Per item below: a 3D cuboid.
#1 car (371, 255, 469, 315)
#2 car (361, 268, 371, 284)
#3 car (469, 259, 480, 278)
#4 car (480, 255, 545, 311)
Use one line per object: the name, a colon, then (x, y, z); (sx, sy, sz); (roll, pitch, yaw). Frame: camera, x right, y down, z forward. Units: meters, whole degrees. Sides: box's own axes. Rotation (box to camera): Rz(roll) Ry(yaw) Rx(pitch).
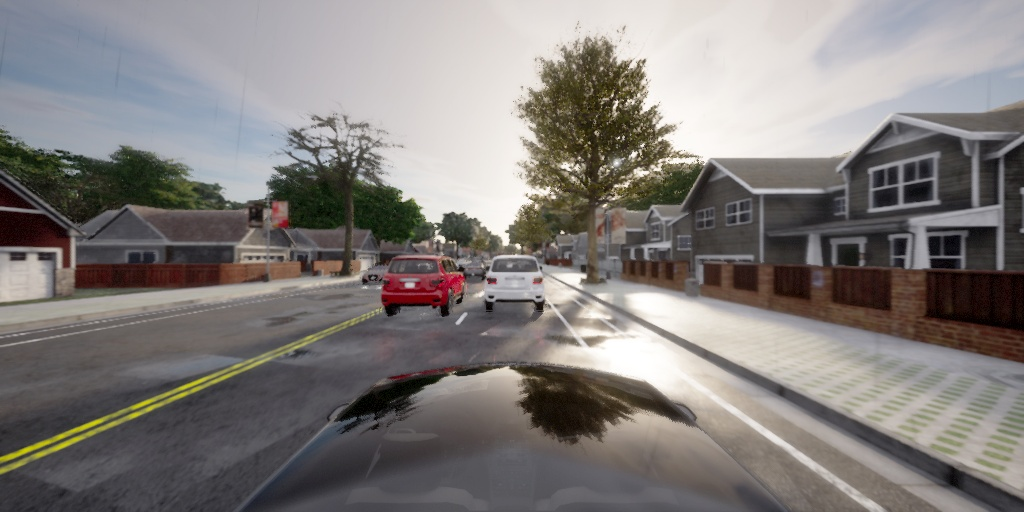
car: (-3.150, 0.999, 13.747); (2.150, 2.045, 5.566); (0, 0, 0)
car: (-9.850, 1.376, 27.412); (1.994, 1.385, 4.181); (0, 0, 0)
car: (-3.154, 1.317, 31.572); (2.128, 1.511, 4.902); (0, 0, 0)
car: (0.098, 1.000, 14.707); (2.150, 2.045, 5.566); (0, 0, 0)
